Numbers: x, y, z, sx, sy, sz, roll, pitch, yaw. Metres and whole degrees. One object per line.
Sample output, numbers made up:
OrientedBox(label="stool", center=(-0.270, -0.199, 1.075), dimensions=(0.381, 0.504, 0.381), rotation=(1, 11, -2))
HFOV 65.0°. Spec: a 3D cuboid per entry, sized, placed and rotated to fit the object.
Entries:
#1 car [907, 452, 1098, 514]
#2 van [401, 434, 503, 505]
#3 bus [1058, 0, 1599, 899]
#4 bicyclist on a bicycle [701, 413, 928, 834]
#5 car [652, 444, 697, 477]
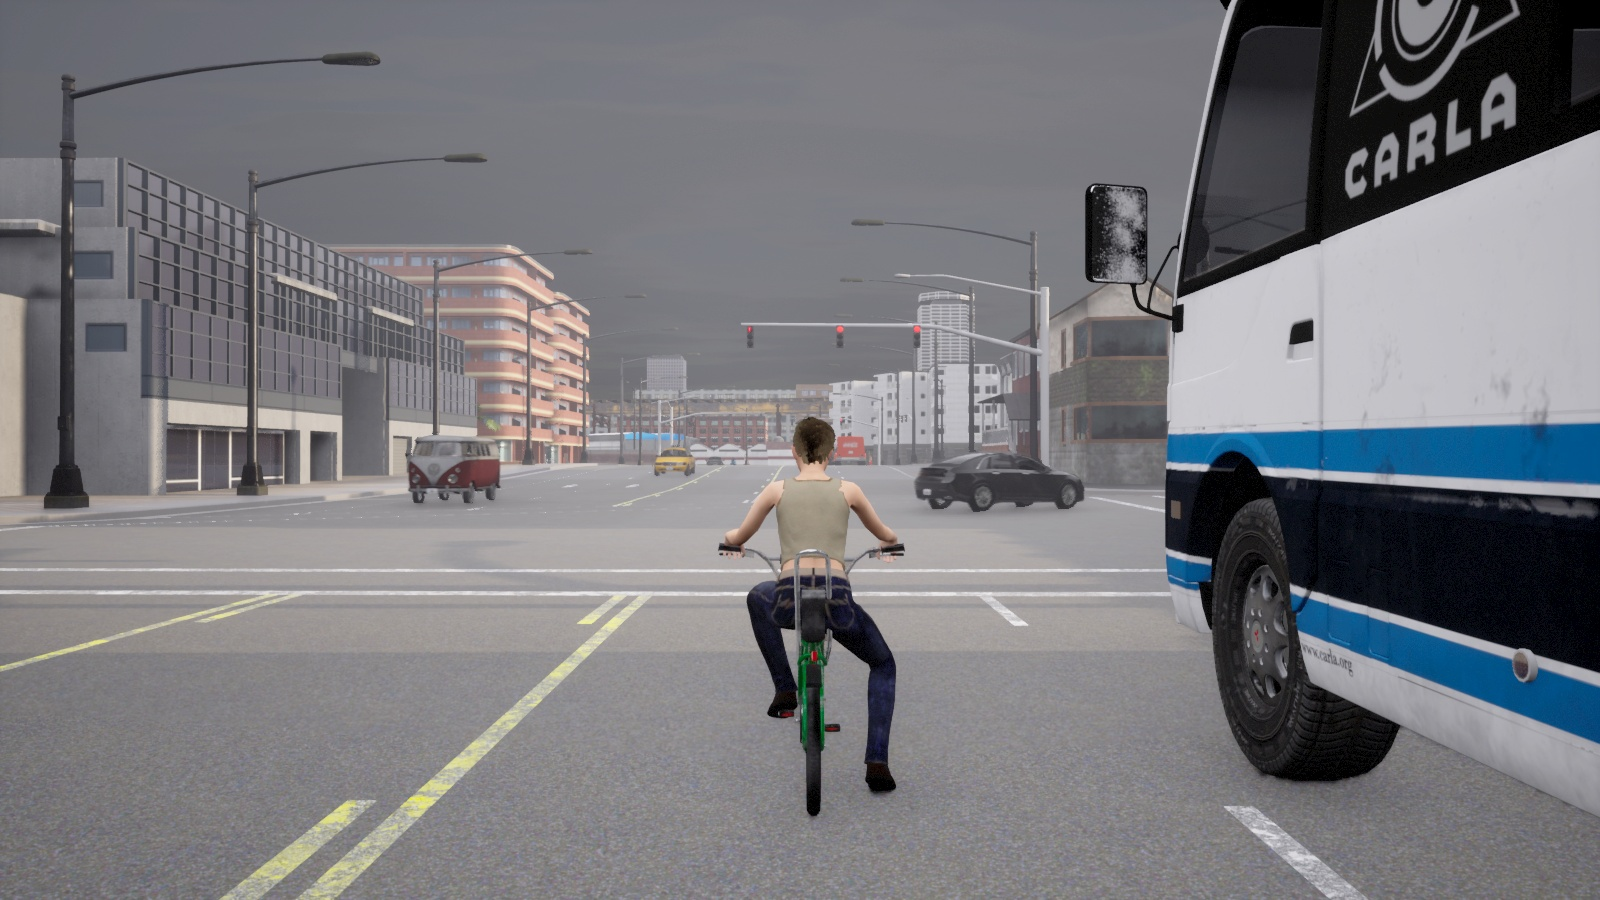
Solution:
OrientedBox(label="car", center=(5.282, 0.811, 32.551), dimensions=(4.892, 1.490, 1.837), rotation=(0, 0, -32))
OrientedBox(label="van", center=(-10.272, 0.551, 37.356), dimensions=(1.775, 1.987, 4.442), rotation=(0, 0, 0))
OrientedBox(label="bus", center=(3.564, -0.636, 2.680), dimensions=(3.944, 4.253, 10.273), rotation=(0, 0, 0))
OrientedBox(label="bicyclist on a bicycle", center=(0.053, 0.663, 5.561), dimensions=(0.866, 1.612, 1.509), rotation=(0, 0, 0))
OrientedBox(label="car", center=(-6.606, 0.507, 66.498), dimensions=(1.801, 1.575, 5.366), rotation=(0, 1, 0))
